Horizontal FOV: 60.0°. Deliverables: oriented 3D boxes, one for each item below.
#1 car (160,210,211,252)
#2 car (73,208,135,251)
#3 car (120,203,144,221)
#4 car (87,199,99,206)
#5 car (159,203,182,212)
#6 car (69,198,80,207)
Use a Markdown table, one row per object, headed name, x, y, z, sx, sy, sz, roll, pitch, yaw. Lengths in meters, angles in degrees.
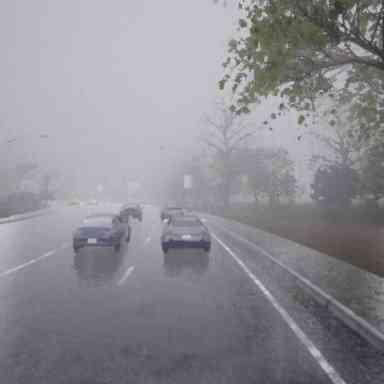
| name | x | y | z | sx | sy | sz | roll | pitch | yaw |
| --- | --- | --- | --- | --- | --- | --- | --- | --- | --- |
| car | -0.314 | 1.693 | 14.651 | 1.994 | 1.385 | 4.181 | 0 | 0 | -3 |
| car | -3.815 | 1.654 | 14.571 | 1.812 | 1.442 | 4.674 | 0 | 0 | -3 |
| car | -5.364 | 1.765 | 29.569 | 1.837 | 1.490 | 4.892 | 0 | 0 | -9 |
| car | -19.848 | 2.079 | 66.510 | 1.812 | 1.442 | 4.674 | 0 | -1 | -23 |
| car | -1.901 | 1.756 | 30.081 | 2.128 | 1.511 | 4.902 | 0 | 0 | -9 |
| car | -22.986 | 2.002 | 64.945 | 1.882 | 1.535 | 5.008 | 0 | 0 | -23 |
